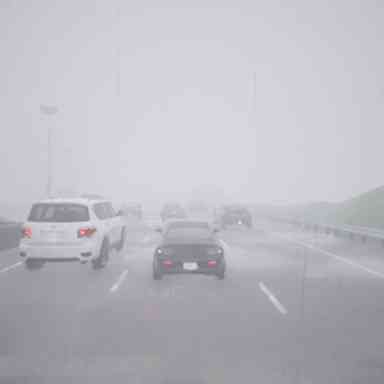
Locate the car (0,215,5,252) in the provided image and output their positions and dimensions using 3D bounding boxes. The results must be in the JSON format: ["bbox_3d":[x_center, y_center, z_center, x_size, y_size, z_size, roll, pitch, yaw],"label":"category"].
[{"bbox_3d":[-7.190,1.475,11.396,2.128,1.511,4.902,0,0,-3],"label":"car"}]

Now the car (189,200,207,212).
[{"bbox_3d":[0.383,1.580,37.728,2.033,1.411,5.357,0,0,-10],"label":"car"}]

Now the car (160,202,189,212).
[{"bbox_3d":[-1.696,1.581,28.204,1.994,1.385,4.181,0,0,-8],"label":"car"}]

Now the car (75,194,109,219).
[{"bbox_3d":[-9.074,1.214,30.659,2.150,2.045,5.566,0,0,-9],"label":"car"}]

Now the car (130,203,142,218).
[{"bbox_3d":[-5.390,1.606,29.663,1.895,1.301,4.718,0,0,-8],"label":"car"}]

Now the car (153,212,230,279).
[{"bbox_3d":[-0.118,1.534,9.930,1.812,1.442,4.674,0,0,-2],"label":"car"}]

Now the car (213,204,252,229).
[{"bbox_3d":[2.570,1.532,21.865,1.837,1.490,4.892,0,0,-6],"label":"car"}]

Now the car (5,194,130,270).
[{"bbox_3d":[-3.649,1.218,11.146,2.150,2.045,5.566,0,0,-2],"label":"car"}]
